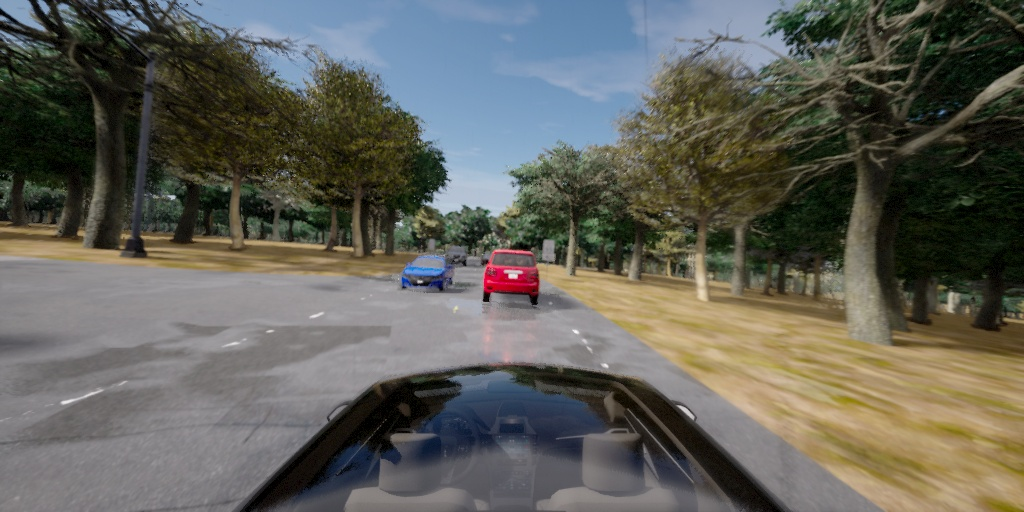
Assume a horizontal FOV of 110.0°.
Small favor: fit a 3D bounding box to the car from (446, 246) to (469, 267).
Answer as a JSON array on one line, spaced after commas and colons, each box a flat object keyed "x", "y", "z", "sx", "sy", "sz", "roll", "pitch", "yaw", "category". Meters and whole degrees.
[{"x": -5.835, "y": -0.006, "z": 38.230, "sx": 2.150, "sy": 2.045, "sz": 5.566, "roll": 3, "pitch": 1, "yaw": -7, "category": "car"}]

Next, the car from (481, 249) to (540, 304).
[{"x": -0.085, "y": 0.761, "z": 15.507, "sx": 2.150, "sy": 2.045, "sz": 5.566, "roll": 4, "pitch": 1, "yaw": -3, "category": "car"}]

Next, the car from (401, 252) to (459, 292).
[{"x": -3.922, "y": 0.744, "z": 17.387, "sx": 1.882, "sy": 1.535, "sz": 5.008, "roll": 4, "pitch": 1, "yaw": -3, "category": "car"}]
